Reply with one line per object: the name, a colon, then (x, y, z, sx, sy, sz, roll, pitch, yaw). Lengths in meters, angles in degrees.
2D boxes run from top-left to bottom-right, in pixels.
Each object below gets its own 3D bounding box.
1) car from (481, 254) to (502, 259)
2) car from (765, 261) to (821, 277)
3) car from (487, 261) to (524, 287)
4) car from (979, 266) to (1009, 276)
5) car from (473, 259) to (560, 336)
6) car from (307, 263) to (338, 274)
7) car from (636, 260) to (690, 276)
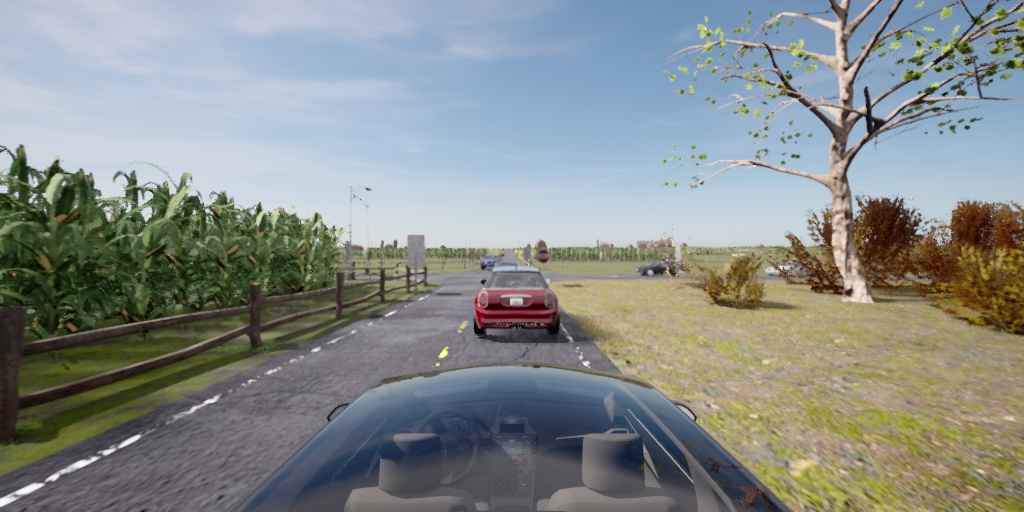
car: (-2.858, 0.779, 48.132, 2.150, 2.045, 5.566, 0, 0, 1)
car: (26.977, 1.230, 34.488, 4.674, 1.442, 1.812, 0, 0, 0)
car: (-0.554, 1.175, 25.246, 1.837, 1.490, 4.892, 1, 1, -10)
car: (48.447, 1.311, 34.442, 5.357, 1.411, 2.033, 0, 0, 0)
car: (0.103, 1.075, 10.482, 2.097, 1.767, 4.553, 0, 0, 0)
car: (-17.613, 1.158, 31.441, 4.181, 1.385, 1.994, 0, 0, 0)
car: (14.428, 1.172, 34.462, 4.892, 1.490, 1.837, 0, 0, 0)
